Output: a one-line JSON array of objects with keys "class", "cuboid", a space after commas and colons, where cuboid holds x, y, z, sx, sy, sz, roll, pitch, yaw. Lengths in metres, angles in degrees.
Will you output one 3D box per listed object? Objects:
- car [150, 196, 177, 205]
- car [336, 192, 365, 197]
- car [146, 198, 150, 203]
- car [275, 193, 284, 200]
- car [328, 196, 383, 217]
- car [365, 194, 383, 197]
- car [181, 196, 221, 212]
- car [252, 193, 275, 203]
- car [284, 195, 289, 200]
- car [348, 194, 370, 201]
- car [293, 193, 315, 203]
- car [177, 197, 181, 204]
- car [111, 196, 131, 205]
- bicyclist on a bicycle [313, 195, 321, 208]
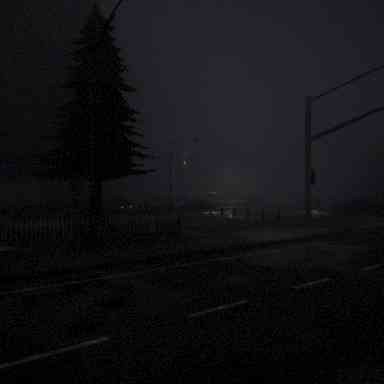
[{"class": "car", "cuboid": [-5.075, 1.517, 58.921, 1.994, 1.385, 4.181, 0, 0, -36]}, {"class": "car", "cuboid": [34.640, 1.044, 72.307, 1.932, 1.855, 4.605, 0, 0, -36]}, {"class": "car", "cuboid": [-7.536, 1.495, 68.215, 2.033, 1.411, 5.357, 0, 0, -36]}, {"class": "car", "cuboid": [19.209, 1.267, 79.725, 1.784, 1.438, 3.905, 0, 0, -36]}, {"class": "car", "cuboid": [15.461, 1.445, 30.318, 2.128, 1.511, 4.902, 0, 0, -34]}, {"class": "car", "cuboid": [26.527, 1.079, 44.982, 1.932, 1.855, 4.605, 0, 0, -36]}, {"class": "car", "cuboid": [0.968, 1.528, 38.291, 1.994, 1.385, 4.181, 0, 0, -36]}, {"class": "car", "cuboid": [16.854, 1.304, 78.041, 1.970, 1.475, 3.806, 0, 0, -36]}, {"class": "car", "cuboid": [21.362, 1.053, 81.327, 1.932, 1.855, 4.605, 0, 0, -36]}, {"class": "car", "cuboid": [37.033, 1.250, 73.940, 1.784, 1.438, 3.905, 0, 0, -36]}, {"class": "car", "cuboid": [20.950, 1.313, 62.402, 1.970, 1.475, 3.806, 0, 0, -36]}, {"class": "car", "cuboid": [-2.087, 1.512, 60.748, 1.994, 1.385, 4.181, 0, 0, -35]}, {"class": "car", "cuboid": [-12.078, 1.442, 56.540, 1.882, 1.535, 5.008, 0, 0, -35]}, {"class": "bicyclist on a bicycle", "cuboid": [15.930, 1.244, 42.300, 1.656, 1.620, 0.582, 0, 0, -36]}]
